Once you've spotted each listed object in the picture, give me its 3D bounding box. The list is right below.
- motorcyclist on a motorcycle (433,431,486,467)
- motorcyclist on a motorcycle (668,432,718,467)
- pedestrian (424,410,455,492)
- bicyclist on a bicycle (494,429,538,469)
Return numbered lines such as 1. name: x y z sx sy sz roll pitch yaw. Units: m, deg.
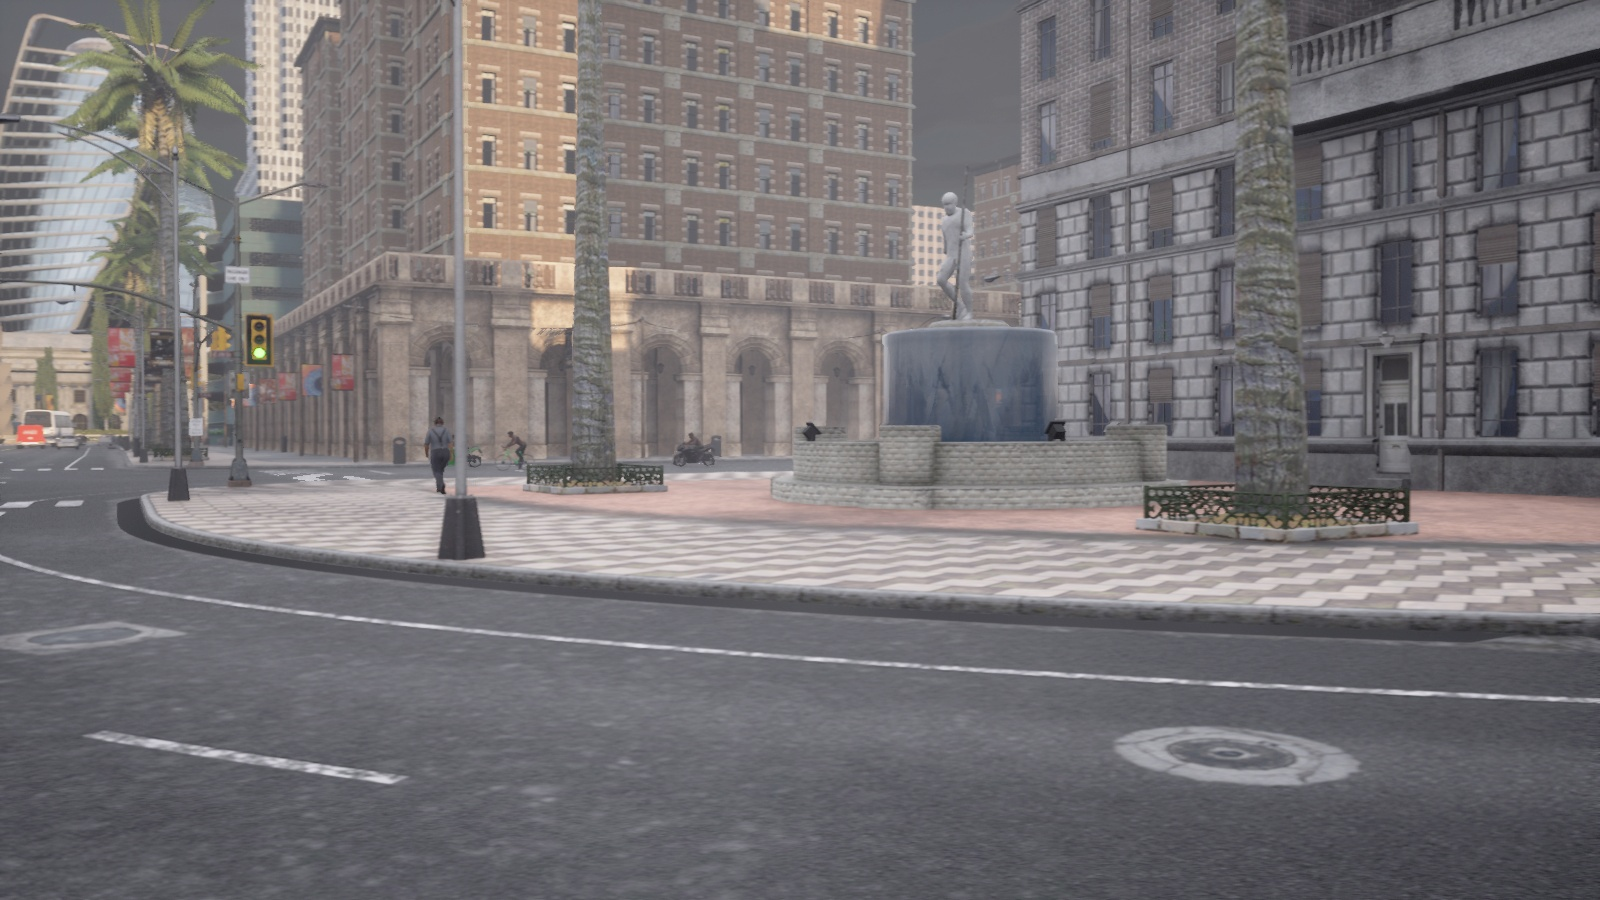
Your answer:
1. motorcyclist on a motorcycle: -14.546 -0.055 53.640 2.044 1.523 0.797 0 1 -29
2. motorcyclist on a motorcycle: -4.695 -0.037 55.131 2.044 1.523 0.797 0 1 -29
3. pedestrian: -8.283 0.017 28.853 0.540 1.848 0.694 0 1 -30
4. bicyclist on a bicycle: -11.618 -0.038 51.338 1.656 1.620 0.582 -1 1 -28
